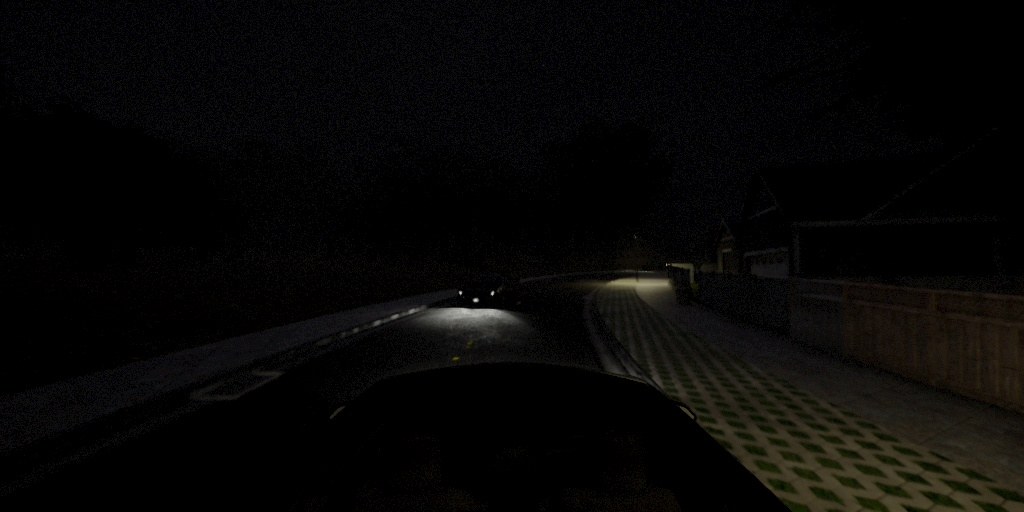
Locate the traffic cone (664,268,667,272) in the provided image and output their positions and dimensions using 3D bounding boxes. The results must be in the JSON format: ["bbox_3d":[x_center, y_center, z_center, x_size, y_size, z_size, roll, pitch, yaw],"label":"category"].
[{"bbox_3d":[25.601,2.010,59.547,0.340,0.580,0.340,0,0,-36],"label":"traffic cone"}]

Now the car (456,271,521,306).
[{"bbox_3d":[-0.874,1.421,17.040,2.033,1.411,5.357,0,-1,13],"label":"car"}]

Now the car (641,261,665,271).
[{"bbox_3d":[21.515,1.489,54.670,5.008,1.535,1.882,0,-1,-42],"label":"car"}]
